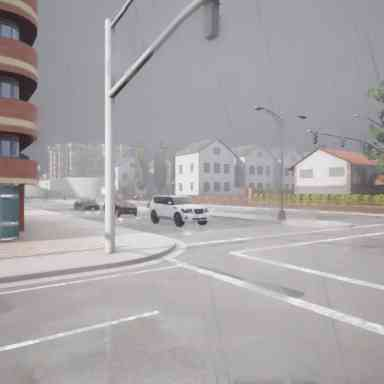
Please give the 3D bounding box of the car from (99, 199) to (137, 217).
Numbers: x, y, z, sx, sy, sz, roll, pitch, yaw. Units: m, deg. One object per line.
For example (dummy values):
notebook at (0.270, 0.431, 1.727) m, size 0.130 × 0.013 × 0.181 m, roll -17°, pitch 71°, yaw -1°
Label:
car at (-6.959, 1.476, 32.054) m, size 1.882 × 1.535 × 5.008 m, roll 0°, pitch 0°, yaw -34°

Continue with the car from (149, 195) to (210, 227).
car at (-1.053, 1.221, 23.514) m, size 2.150 × 2.045 × 5.566 m, roll 0°, pitch 0°, yaw -35°

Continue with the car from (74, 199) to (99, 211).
car at (-13.002, 1.547, 40.815) m, size 2.033 × 1.411 × 5.357 m, roll 0°, pitch 0°, yaw -35°
